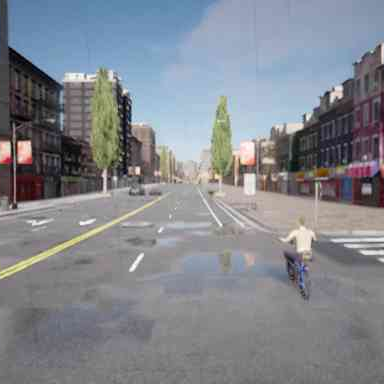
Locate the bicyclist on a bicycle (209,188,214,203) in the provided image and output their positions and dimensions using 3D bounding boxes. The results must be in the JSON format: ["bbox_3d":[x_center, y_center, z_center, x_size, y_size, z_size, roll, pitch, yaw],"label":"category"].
[{"bbox_3d":[2.336,0.411,40.543,0.659,1.776,1.843,0,2,0],"label":"bicyclist on a bicycle"}]

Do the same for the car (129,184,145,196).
[{"bbox_3d":[-9.628,-0.378,58.651,2.150,2.045,5.566,0,2,0],"label":"car"}]

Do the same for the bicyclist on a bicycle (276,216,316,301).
[{"bbox_3d":[2.244,1.277,6.988,0.866,1.612,1.509,0,7,0],"label":"bicyclist on a bicycle"}]

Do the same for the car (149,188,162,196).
[{"bbox_3d":[-6.378,-0.036,58.687,1.994,1.385,4.181,0,2,0],"label":"car"}]
